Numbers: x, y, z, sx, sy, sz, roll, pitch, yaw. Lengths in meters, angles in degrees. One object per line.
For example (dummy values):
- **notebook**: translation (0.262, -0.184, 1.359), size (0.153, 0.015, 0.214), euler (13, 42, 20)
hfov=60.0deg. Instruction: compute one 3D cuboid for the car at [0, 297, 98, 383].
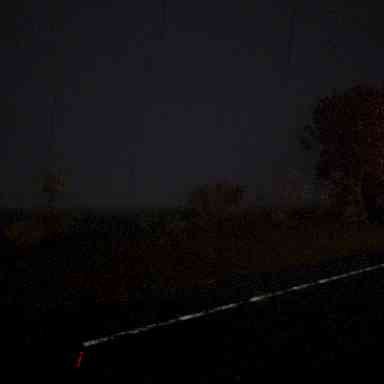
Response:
- **car**: translation (-3.035, 1.506, 1.828), size (4.892, 1.490, 1.837), euler (0, 0, -35)
